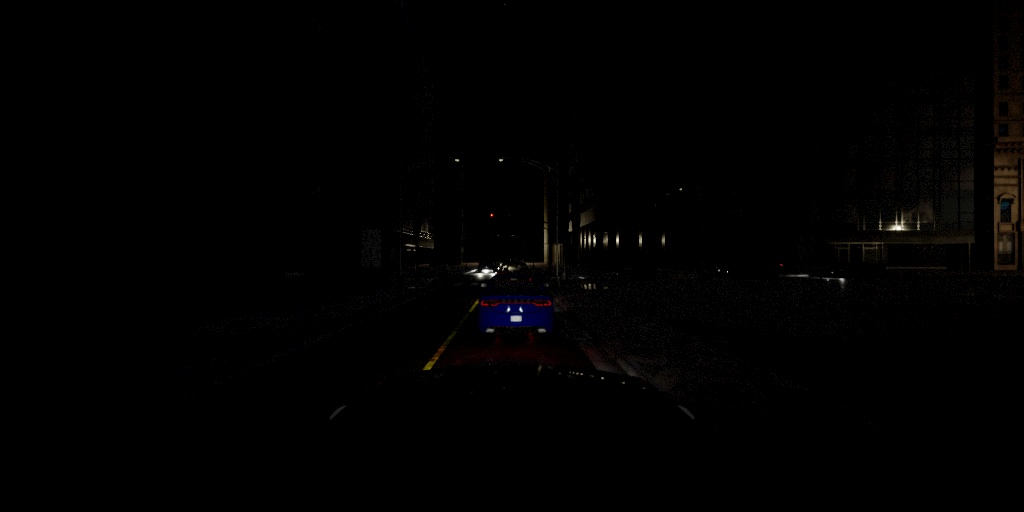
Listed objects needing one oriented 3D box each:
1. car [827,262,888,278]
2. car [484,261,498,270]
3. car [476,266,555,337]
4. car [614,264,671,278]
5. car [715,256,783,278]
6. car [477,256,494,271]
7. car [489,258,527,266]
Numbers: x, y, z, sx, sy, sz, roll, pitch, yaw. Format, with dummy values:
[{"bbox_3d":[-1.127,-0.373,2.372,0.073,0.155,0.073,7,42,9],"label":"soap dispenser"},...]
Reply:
[{"bbox_3d":[32.064,1.276,33.289,4.674,1.442,1.812,0,0,0],"label":"car"},{"bbox_3d":[-3.149,1.390,55.674,1.895,1.301,4.718,0,0,0],"label":"car"},{"bbox_3d":[0.091,1.229,10.374,1.882,1.535,5.008,0,0,0],"label":"car"},{"bbox_3d":[12.016,1.371,33.270,4.718,1.301,1.895,0,0,3],"label":"car"},{"bbox_3d":[21.968,0.986,33.291,5.566,2.045,2.150,0,0,-1],"label":"car"},{"bbox_3d":[-3.147,0.999,45.784,2.150,2.045,5.566,0,0,-2],"label":"car"},{"bbox_3d":[0.136,1.107,19.242,2.097,1.767,4.553,0,0,2],"label":"car"}]
